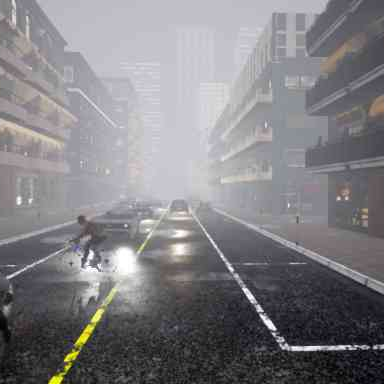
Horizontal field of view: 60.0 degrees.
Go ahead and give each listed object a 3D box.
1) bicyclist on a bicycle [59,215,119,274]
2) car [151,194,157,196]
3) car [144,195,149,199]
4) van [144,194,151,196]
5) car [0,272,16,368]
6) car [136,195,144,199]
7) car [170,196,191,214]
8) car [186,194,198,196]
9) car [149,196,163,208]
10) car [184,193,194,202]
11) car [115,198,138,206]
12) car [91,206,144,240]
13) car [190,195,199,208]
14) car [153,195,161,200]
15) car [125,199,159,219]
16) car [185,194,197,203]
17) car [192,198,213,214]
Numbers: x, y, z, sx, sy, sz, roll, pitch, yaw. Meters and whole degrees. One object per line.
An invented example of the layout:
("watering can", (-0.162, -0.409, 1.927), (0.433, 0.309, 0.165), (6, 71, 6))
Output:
("bicyclist on a bicycle", (-2.831, 1.452, 9.094), (1.656, 1.620, 0.582), (-2, 0, -2))
("car", (-8.328, 1.302, 62.840), (2.192, 1.841, 5.009), (-1, 0, -2))
("car", (-7.585, 1.540, 46.050), (2.008, 1.369, 4.403), (-1, 0, -2))
("van", (-7.826, 1.330, 51.647), (1.690, 1.788, 3.998), (-1, 0, -2))
("car", (-3.141, 1.491, 2.406), (2.128, 1.511, 4.902), (0, 0, -3))
("car", (-7.347, 1.431, 40.453), (1.967, 1.590, 4.097), (-1, 0, -2))
("car", (-1.365, 1.469, 35.796), (1.882, 1.535, 5.008), (0, 0, -2))
("car", (0.275, 1.303, 57.572), (2.192, 1.841, 5.009), (-1, 0, -2))
("car", (-5.050, 1.590, 46.883), (1.895, 1.301, 4.718), (0, 0, -2))
("car", (-0.680, 1.300, 79.960), (2.192, 1.841, 5.009), (-1, 0, -2))
("car", (-7.106, 1.574, 34.857), (1.802, 1.307, 4.206), (-1, 0, -2))
("car", (-3.775, 1.597, 17.046), (1.895, 1.301, 4.718), (0, 0, -2))
("car", (0.749, 1.515, 46.548), (1.752, 1.417, 4.829), (-1, 0, -2))
("car", (-9.529, 1.566, 90.825), (1.802, 1.307, 4.206), (-1, 0, -2))
("car", (-4.249, 1.557, 28.773), (1.994, 1.385, 4.181), (0, 0, -2))
("car", (-0.203, 1.301, 68.766), (2.192, 1.841, 5.009), (-1, 0, -2))
("car", (1.235, 1.574, 35.184), (1.802, 1.307, 4.206), (-1, 0, -2))
